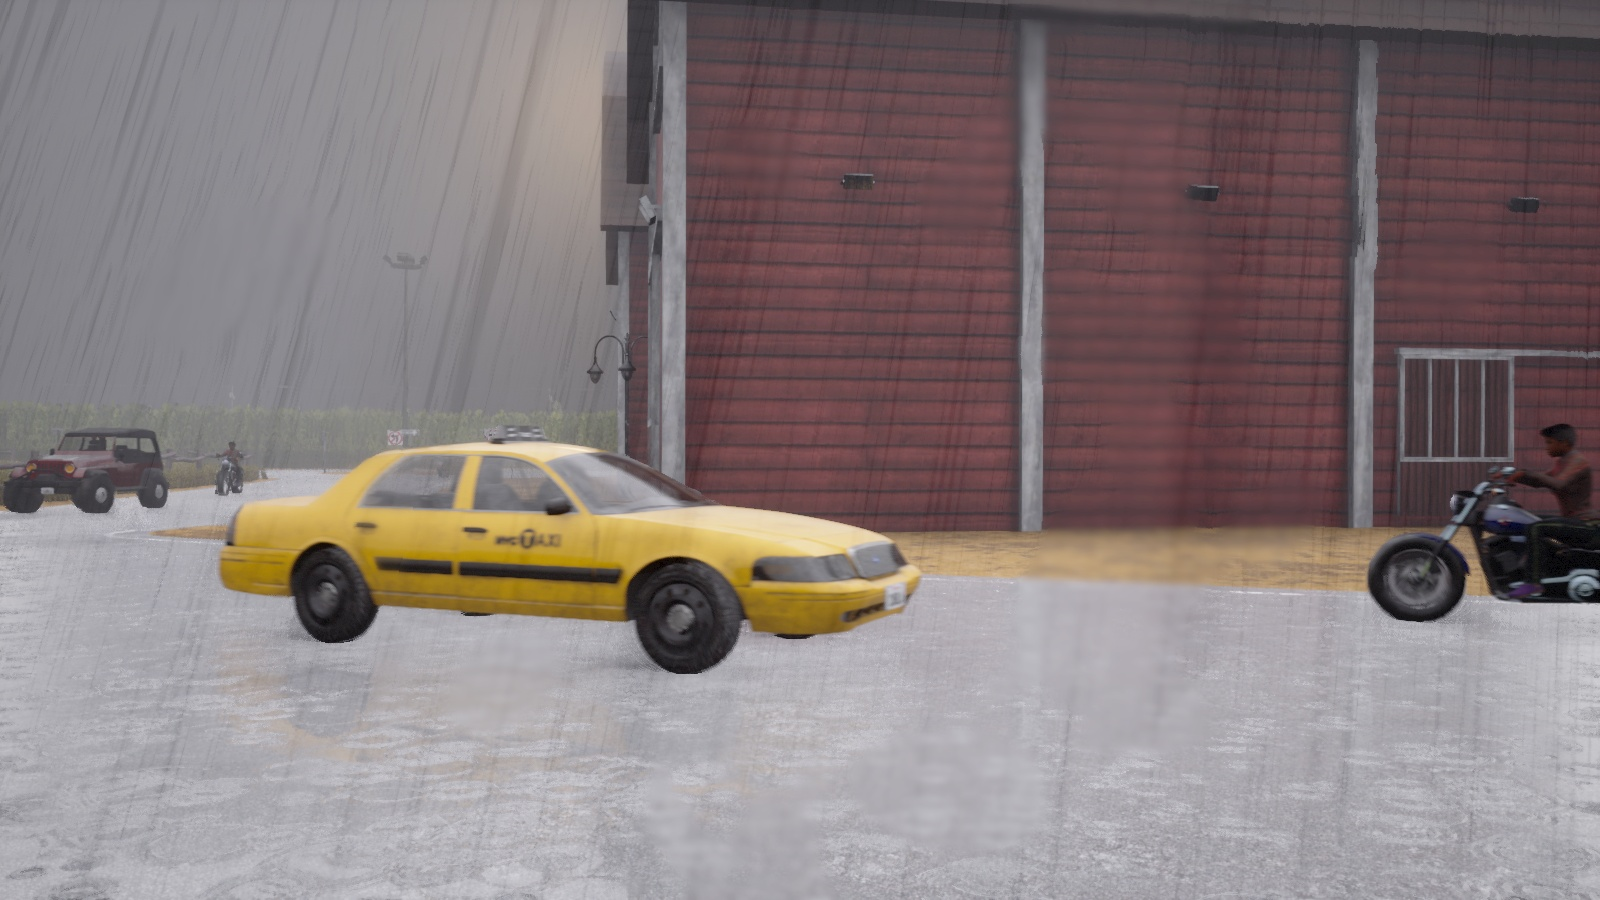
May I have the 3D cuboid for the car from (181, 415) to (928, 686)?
[{"bbox_3d":[-1.905,0.580,9.263,5.366,1.575,1.801,0,0,25],"label":"car"}]

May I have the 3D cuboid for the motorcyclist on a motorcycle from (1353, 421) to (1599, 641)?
[{"bbox_3d":[5.693,0.609,9.947,2.350,1.649,0.766,0,0,20],"label":"motorcyclist on a motorcycle"}]

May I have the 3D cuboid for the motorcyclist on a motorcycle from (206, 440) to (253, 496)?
[{"bbox_3d":[-17.130,0.518,37.746,0.766,1.649,2.350,0,0,-11],"label":"motorcyclist on a motorcycle"}]

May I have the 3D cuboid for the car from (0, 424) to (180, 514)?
[{"bbox_3d":[-15.901,0.394,28.249,1.905,1.878,3.866,0,0,1],"label":"car"}]
